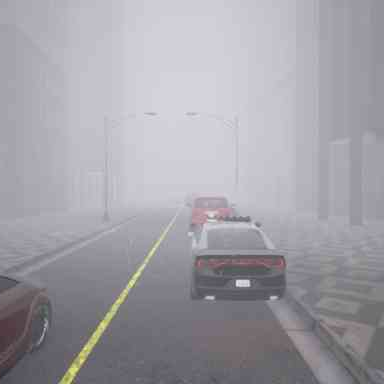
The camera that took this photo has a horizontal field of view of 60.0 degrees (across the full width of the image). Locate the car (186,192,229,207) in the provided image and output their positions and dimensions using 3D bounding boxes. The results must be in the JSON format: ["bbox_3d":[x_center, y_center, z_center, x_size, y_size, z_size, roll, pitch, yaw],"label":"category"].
[{"bbox_3d":[0.932,1.208,18.434,2.150,2.045,5.566,0,0,0],"label":"car"}]

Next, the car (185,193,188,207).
[{"bbox_3d":[0.122,1.131,48.286,2.150,2.045,5.566,0,0,1],"label":"car"}]

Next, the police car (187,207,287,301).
[{"bbox_3d":[0.914,1.421,8.516,1.930,1.638,5.238,0,0,0],"label":"police car"}]

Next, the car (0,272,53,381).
[{"bbox_3d":[-3.093,1.563,3.329,1.994,1.385,4.181,0,0,0],"label":"car"}]

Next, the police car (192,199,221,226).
[{"bbox_3d":[0.944,1.395,24.515,1.930,1.638,5.238,0,0,0],"label":"police car"}]

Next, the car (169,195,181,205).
[{"bbox_3d":[-2.894,1.355,57.714,1.882,1.535,5.008,0,0,0],"label":"car"}]
